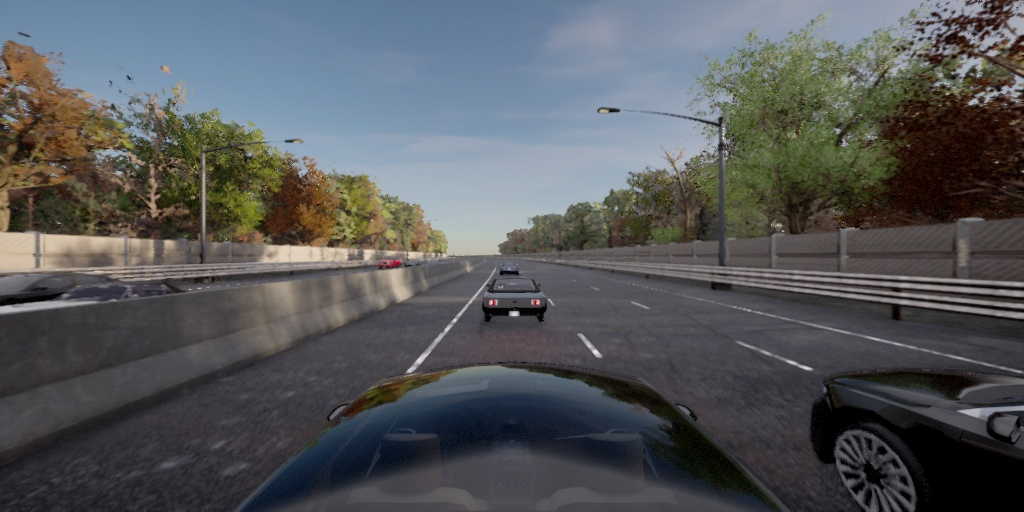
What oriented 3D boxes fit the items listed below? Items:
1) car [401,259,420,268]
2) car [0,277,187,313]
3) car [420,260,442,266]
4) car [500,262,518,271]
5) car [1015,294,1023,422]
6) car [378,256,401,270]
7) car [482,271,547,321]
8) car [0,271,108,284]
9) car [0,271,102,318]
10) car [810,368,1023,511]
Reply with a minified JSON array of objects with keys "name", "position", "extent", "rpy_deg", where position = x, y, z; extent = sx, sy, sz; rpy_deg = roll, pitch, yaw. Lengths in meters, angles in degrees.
[{"name":"car","position":[-14.879,1.271,54.670],"extent":[1.837,1.490,4.892],"rpy_deg":[0,0,-1]},{"name":"car","position":[-10.627,1.356,9.461],"extent":[1.895,1.301,4.718],"rpy_deg":[0,0,0]},{"name":"car","position":[-11.295,1.315,51.756],"extent":[2.033,1.411,5.357],"rpy_deg":[0,0,-1]},{"name":"car","position":[-0.319,1.328,39.148],"extent":[1.994,1.385,4.181],"rpy_deg":[0,0,-1]},{"name":"car","position":[7.092,1.225,1.880],"extent":[1.882,1.535,5.008],"rpy_deg":[0,0,0]},{"name":"car","position":[-18.364,0.986,54.298],"extent":[2.150,2.045,5.566],"rpy_deg":[0,0,-1]},{"name":"car","position":[0.056,1.355,12.422],"extent":[1.895,1.301,4.718],"rpy_deg":[0,0,0]},{"name":"car","position":[-14.135,1.234,10.706],"extent":[1.882,1.535,5.008],"rpy_deg":[0,0,0]},{"name":"car","position":[-17.639,1.305,11.855],"extent":[2.033,1.411,5.357],"rpy_deg":[0,0,0]},{"name":"car","position":[3.592,1.240,1.213],"extent":[2.128,1.511,4.902],"rpy_deg":[0,0,0]}]
